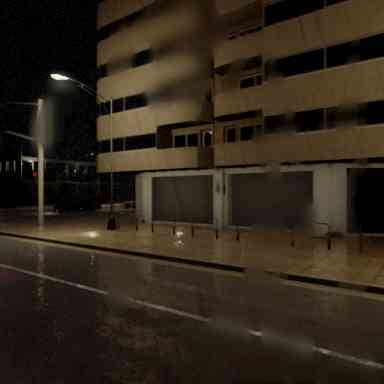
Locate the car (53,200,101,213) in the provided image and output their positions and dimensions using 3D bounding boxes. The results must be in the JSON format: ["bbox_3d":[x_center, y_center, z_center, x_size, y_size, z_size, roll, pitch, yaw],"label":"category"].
[{"bbox_3d":[-12.928,1.567,37.874,2.033,1.411,5.357,0,0,37],"label":"car"}]

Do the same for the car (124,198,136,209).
[{"bbox_3d":[-7.140,1.497,45.770,1.882,1.535,5.008,0,0,36],"label":"car"}]
